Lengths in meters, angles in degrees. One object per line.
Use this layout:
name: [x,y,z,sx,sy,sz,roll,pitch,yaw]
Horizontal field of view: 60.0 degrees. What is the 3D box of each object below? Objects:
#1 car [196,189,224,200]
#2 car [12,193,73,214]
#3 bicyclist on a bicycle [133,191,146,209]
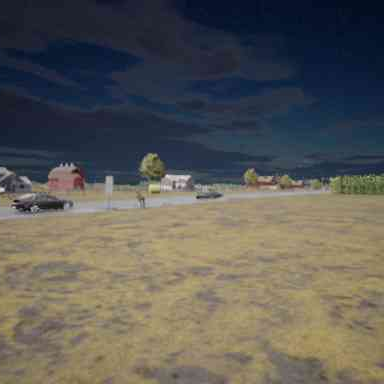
car: [2.642,0.337,48.438,2.033,1.411,5.357,2,3,35]
car: [-12.230,0.881,27.576,1.837,1.490,4.892,1,2,35]
bicyclist on a bicycle: [-4.895,0.770,31.125,1.656,1.620,0.582,0,1,35]
